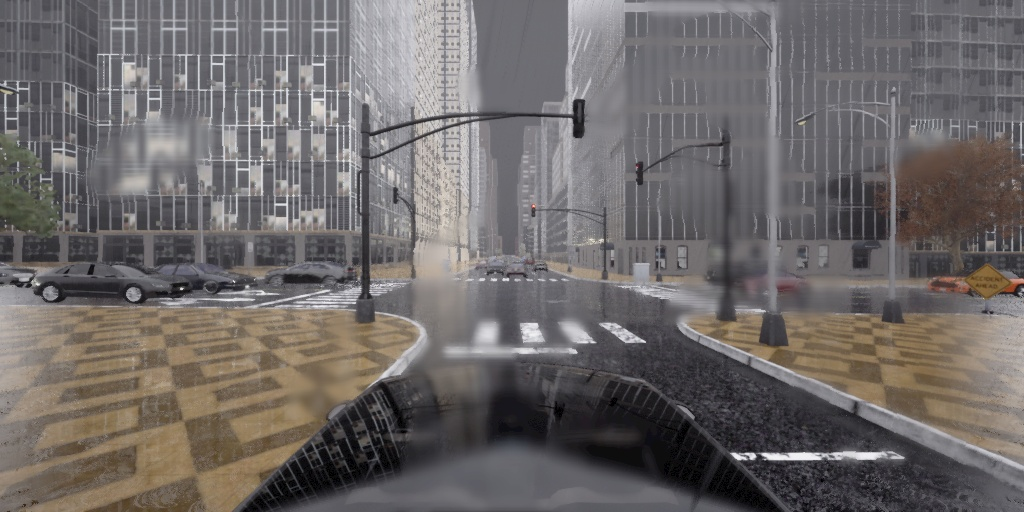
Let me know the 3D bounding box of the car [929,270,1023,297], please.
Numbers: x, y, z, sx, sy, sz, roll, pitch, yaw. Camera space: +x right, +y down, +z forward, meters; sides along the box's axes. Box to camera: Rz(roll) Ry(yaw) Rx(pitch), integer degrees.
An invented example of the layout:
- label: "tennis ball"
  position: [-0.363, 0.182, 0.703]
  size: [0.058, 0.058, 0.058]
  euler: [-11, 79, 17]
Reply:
- label: "car"
  position: [29.911, 1.666, 23.109]
  size: [4.553, 1.767, 2.097]
  euler: [1, 0, -3]

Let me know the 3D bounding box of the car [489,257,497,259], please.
- label: "car"
  position: [-1.818, 1.267, 48.900]
  size: [1.837, 1.490, 4.892]
  euler: [0, 0, -1]

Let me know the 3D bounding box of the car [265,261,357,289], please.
- label: "car"
  position: [-11.666, 1.052, 20.936]
  size: [4.902, 1.511, 2.128]
  euler: [1, 0, -3]

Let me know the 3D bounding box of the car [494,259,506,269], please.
- label: "car"
  position: [-1.911, 1.234, 59.447]
  size: [1.882, 1.535, 5.008]
  euler: [0, 0, 0]

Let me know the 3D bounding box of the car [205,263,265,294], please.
- label: "car"
  position: [-15.441, 1.040, 17.319]
  size: [5.357, 1.411, 2.033]
  euler: [1, 0, 0]

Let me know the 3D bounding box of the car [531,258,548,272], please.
- label: "car"
  position: [3.663, 1.329, 46.708]
  size: [1.948, 1.339, 4.313]
  euler: [0, 0, -1]

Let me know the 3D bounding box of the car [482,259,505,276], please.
- label: "car"
  position: [-1.715, 1.314, 38.497]
  size: [2.033, 1.411, 5.357]
  euler: [0, 0, -1]

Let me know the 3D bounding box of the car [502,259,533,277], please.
- label: "car"
  position: [0.634, 1.315, 35.362]
  size: [2.033, 1.411, 5.357]
  euler: [0, 0, 6]

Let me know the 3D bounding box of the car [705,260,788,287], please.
- label: "car"
  position: [16.896, 1.300, 25.686]
  size: [5.566, 2.045, 2.150]
  euler: [1, 0, -3]

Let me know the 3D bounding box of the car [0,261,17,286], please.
- label: "car"
  position: [-25.375, 0.802, 16.768]
  size: [4.902, 1.511, 2.128]
  euler: [1, 0, -3]

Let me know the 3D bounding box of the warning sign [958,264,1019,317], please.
- label: "warning sign"
  position: [17.212, 1.204, 12.986]
  size: [1.060, 1.860, 1.300]
  euler: [0, 0, -3]

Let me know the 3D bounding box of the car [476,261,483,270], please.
- label: "car"
  position: [-4.322, 1.342, 52.153]
  size: [1.802, 1.307, 4.207]
  euler: [0, 0, -1]

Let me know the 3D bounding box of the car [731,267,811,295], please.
- label: "car"
  position: [16.087, 1.631, 22.389]
  size: [4.181, 1.385, 1.994]
  euler: [1, 0, -3]

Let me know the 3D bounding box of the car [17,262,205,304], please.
- label: "car"
  position: [-15.428, 0.998, 14.030]
  size: [4.892, 1.490, 1.837]
  euler: [1, 0, -3]
